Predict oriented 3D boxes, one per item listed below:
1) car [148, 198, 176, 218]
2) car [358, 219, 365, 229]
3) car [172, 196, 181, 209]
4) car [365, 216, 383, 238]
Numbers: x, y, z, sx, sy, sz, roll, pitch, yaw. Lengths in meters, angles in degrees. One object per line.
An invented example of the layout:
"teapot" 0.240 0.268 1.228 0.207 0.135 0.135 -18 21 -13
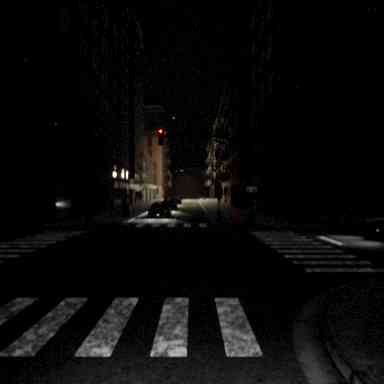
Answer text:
"car" -2.831 1.526 30.400 2.033 1.411 5.357 0 0 0
"car" 11.642 1.544 18.090 4.829 1.417 1.752 0 0 0
"car" -2.817 1.458 42.112 2.128 1.511 4.902 0 0 0
"car" 11.055 1.535 15.597 4.674 1.442 1.812 0 0 1
